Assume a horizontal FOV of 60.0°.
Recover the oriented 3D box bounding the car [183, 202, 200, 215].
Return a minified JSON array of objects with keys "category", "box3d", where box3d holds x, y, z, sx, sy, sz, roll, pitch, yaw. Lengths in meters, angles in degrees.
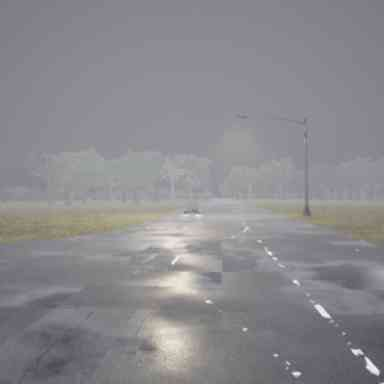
[{"category":"car","box3d":[0.000,2.023,41.948,1.837,1.490,4.892,-1,-1,4]}]
